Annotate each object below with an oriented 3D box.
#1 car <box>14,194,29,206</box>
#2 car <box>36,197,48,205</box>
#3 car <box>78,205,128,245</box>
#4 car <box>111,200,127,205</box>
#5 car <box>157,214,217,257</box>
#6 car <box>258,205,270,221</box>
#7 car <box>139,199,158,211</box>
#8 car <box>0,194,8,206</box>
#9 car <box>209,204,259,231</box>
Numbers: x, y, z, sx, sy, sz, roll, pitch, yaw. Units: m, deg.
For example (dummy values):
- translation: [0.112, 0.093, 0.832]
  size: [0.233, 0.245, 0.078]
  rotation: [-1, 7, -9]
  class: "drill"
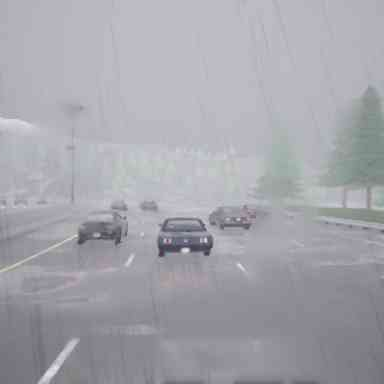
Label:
- translation: [-31.466, 1.466, 61.444]
  size: [2.150, 2.045, 5.566]
  rotation: [0, 0, -25]
  class: "car"
- translation: [-28.988, 1.706, 64.342]
  size: [1.882, 1.535, 5.008]
  rotation: [0, 0, -25]
  class: "car"
- translation: [-4.156, 1.591, 15.911]
  size: [1.812, 1.442, 4.674]
  rotation: [0, 0, -6]
  class: "car"
- translation: [-9.837, 1.742, 44.495]
  size: [1.994, 1.385, 4.181]
  rotation: [0, 0, -17]
  class: "car"
- translation: [-0.394, 1.649, 13.254]
  size: [1.895, 1.301, 4.718]
  rotation: [0, 0, -5]
  class: "car"
- translation: [4.815, 1.689, 28.059]
  size: [1.895, 1.301, 4.718]
  rotation: [0, 0, -10]
  class: "car"
- translation: [-5.679, 1.655, 42.867]
  size: [2.128, 1.511, 4.902]
  rotation: [0, 0, -16]
  class: "car"
- translation: [-35.174, 1.468, 61.061]
  size: [2.150, 2.045, 5.566]
  rotation: [0, 0, -25]
  class: "car"
- translation: [2.306, 1.618, 21.419]
  size: [2.033, 1.411, 5.357]
  rotation: [0, 0, -8]
  class: "car"
